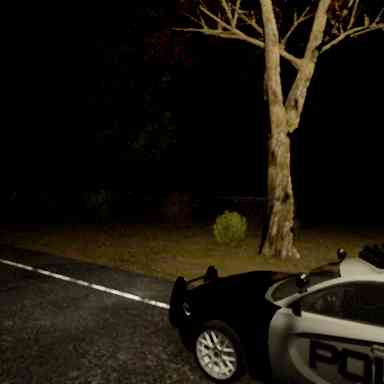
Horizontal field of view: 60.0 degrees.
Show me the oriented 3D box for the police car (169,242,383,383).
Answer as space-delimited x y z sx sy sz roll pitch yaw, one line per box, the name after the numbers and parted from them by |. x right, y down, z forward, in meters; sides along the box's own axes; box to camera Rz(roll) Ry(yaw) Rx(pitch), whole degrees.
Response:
2.034 1.420 3.705 5.238 1.638 1.930 1 1 36 | police car
